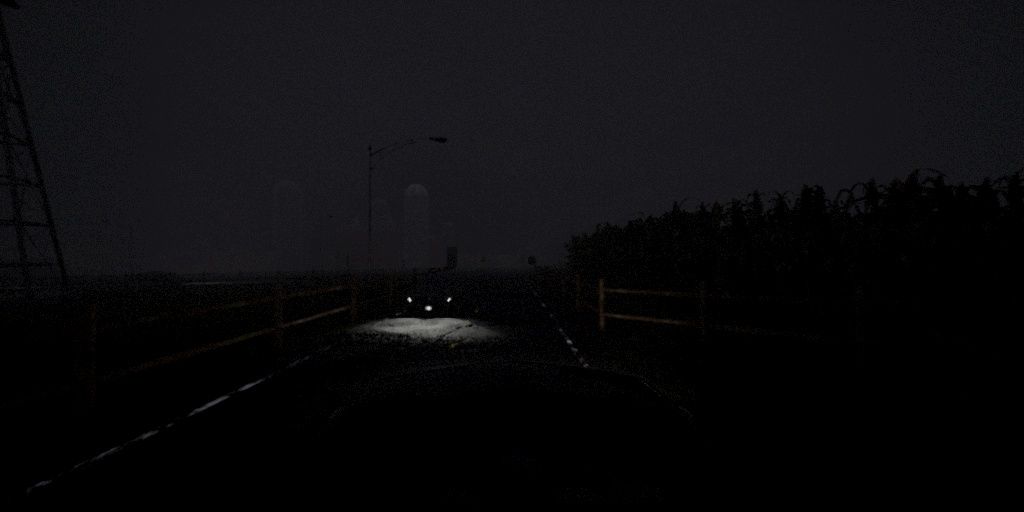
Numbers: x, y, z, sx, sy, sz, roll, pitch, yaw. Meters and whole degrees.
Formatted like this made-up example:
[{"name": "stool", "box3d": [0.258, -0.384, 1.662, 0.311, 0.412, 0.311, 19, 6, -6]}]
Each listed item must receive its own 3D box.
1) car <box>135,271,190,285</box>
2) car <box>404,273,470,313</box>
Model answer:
[{"name": "car", "box3d": [-39.573, 2.411, 40.708, 4.902, 1.511, 2.128, -1, 0, -6]}, {"name": "car", "box3d": [-2.849, 1.429, 14.901, 2.033, 1.411, 5.357, 0, -1, 0]}]
